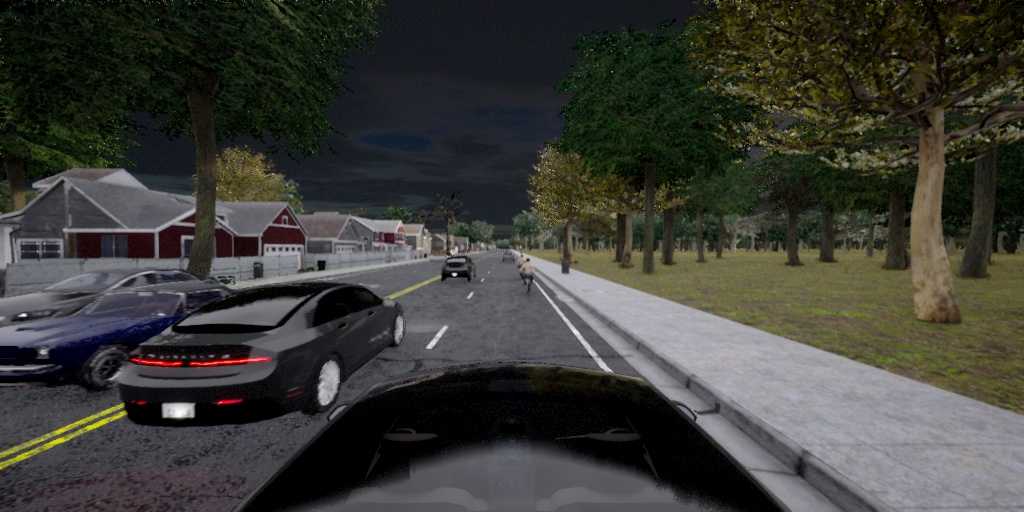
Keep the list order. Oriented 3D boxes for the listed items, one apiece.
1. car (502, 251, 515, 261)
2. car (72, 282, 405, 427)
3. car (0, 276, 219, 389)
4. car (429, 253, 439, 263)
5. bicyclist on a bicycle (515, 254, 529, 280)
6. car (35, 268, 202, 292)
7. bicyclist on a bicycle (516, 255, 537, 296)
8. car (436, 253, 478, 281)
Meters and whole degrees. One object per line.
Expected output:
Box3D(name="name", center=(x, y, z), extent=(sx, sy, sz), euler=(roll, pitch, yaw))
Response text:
Box3D(name="car", center=(-0.572, 0.045, 57.575), extent=(2.128, 1.511, 4.902), euler=(0, 1, -1))
Box3D(name="car", center=(-3.194, 1.165, 5.818), extent=(1.837, 1.490, 4.892), euler=(0, 1, -1))
Box3D(name="car", center=(-6.658, 1.243, 6.656), extent=(1.895, 1.301, 4.718), euler=(0, 1, -1))
Box3D(name="car", center=(-10.417, 0.295, 50.959), extent=(1.895, 1.301, 4.718), euler=(0, 1, 0))
Box3D(name="bicyclist on a bicycle", center=(0.653, 0.704, 23.948), extent=(0.866, 1.612, 1.509), euler=(0, 1, -1))
Box3D(name="car", center=(-9.936, 1.081, 9.096), extent=(2.128, 1.511, 4.902), euler=(0, 1, -1))
Box3D(name="bicyclist on a bicycle", center=(0.695, 0.881, 15.753), extent=(0.866, 1.612, 1.509), euler=(0, 1, 0))
Box3D(name="car", center=(-3.406, 0.782, 23.477), extent=(1.837, 1.490, 4.892), euler=(0, 1, -1))
